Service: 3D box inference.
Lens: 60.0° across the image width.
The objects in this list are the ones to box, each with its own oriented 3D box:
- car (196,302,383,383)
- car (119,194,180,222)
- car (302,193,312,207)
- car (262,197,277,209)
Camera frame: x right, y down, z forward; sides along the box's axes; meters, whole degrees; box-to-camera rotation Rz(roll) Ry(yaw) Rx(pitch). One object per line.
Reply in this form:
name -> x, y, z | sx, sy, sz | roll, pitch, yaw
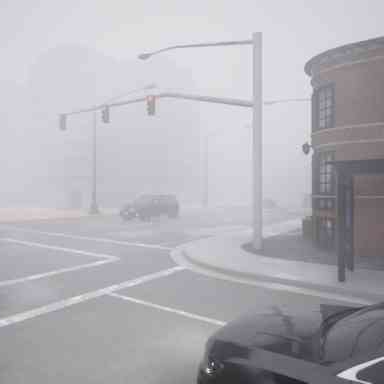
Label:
car -> 2.294, 1.505, 2.329 | 4.892, 1.490, 1.837 | 0, 0, 35
car -> -3.229, 1.218, 26.685 | 2.150, 2.045, 5.566 | 0, 0, 35
car -> 18.790, 1.219, 51.389 | 2.150, 2.045, 5.566 | 0, 0, 35
car -> 10.116, 1.503, 45.496 | 1.837, 1.490, 4.892 | 0, 0, 36
